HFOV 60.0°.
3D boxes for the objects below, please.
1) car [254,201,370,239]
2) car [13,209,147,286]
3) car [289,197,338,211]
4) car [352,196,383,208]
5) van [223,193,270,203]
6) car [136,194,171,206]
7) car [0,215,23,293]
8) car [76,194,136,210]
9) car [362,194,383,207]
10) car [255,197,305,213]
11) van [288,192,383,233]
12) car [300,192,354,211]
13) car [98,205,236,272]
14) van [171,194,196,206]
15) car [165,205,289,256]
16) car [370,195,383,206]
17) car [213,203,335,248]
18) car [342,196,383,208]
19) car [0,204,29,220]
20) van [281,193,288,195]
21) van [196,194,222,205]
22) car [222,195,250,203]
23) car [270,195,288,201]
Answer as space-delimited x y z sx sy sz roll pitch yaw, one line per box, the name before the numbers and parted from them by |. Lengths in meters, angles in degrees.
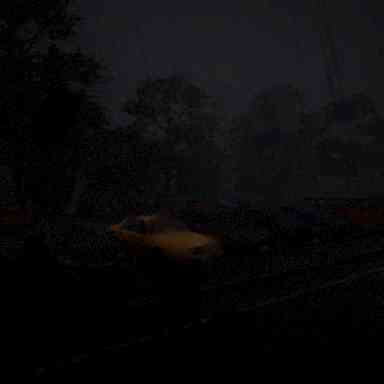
car | 5.533 1.420 16.095 2.163 1.488 4.792 -1 0 -35
car | -3.532 1.481 9.682 2.231 1.521 4.892 -1 0 -35
car | 13.796 1.322 38.039 2.163 1.488 4.792 0 0 -35
car | 25.078 1.331 46.072 2.163 1.488 4.792 0 0 -35
van | 4.836 1.098 31.559 1.878 1.987 4.442 0 0 -36
car | -4.249 1.159 25.188 2.435 2.045 5.566 -1 0 -35
car | -5.786 1.504 8.061 2.231 1.521 4.892 -1 0 -35
car | -6.505 1.181 23.581 2.435 2.045 5.566 -1 0 -35
car | 27.197 1.178 47.657 2.185 1.767 4.553 0 0 -35
car | 9.149 1.327 34.799 2.163 1.488 4.792 0 0 -35
van | 7.708 1.143 17.823 1.878 1.987 4.442 -1 0 -35
car | 16.019 1.043 39.692 2.435 2.045 5.566 0 0 -35
car | -1.160 1.455 11.136 1.946 1.575 5.366 -1 0 -35
van | -1.941 1.162 26.722 1.878 1.987 4.442 -1 0 -35
car | 1.011 1.465 12.874 2.163 1.488 4.792 -1 0 -35
car | 29.476 1.305 49.235 2.097 1.535 5.008 0 0 -35
car | 3.272 1.443 14.485 2.163 1.488 4.792 -1 0 -35
car | 22.806 1.340 44.487 2.002 1.452 4.674 0 0 -35
car | -11.030 1.477 20.386 2.097 1.535 5.008 -1 0 -35
van | 11.355 1.067 36.478 1.878 1.987 4.442 0 0 -35
van | 0.180 1.140 28.519 1.878 1.987 4.442 -1 0 -35
car | 2.502 1.343 30.036 2.097 1.535 5.008 -1 0 -35
car | 6.999 1.337 33.268 2.163 1.488 4.792 0 0 -35
